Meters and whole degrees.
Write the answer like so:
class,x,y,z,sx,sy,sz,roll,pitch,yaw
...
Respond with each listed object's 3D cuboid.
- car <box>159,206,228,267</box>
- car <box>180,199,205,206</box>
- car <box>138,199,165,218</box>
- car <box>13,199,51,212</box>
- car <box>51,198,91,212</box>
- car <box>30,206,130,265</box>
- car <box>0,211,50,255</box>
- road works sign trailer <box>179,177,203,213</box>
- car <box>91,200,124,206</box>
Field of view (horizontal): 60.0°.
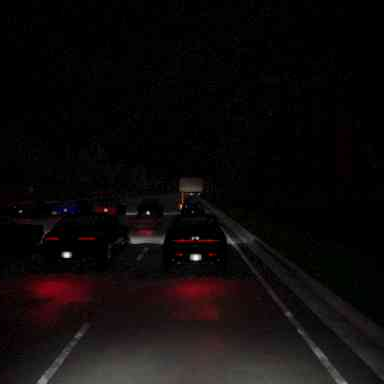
class,x,y,z,sx,sy,sz,roll,pitch,yaw
car,0.099,1.446,11.111,1.837,1.490,4.892,0,0,0
car,0.046,1.342,28.343,2.128,1.511,4.902,0,0,0
car,-3.455,1.355,28.457,1.837,1.490,4.892,0,0,0
car,-13.972,1.370,29.383,1.812,1.442,4.674,0,0,0
car,-10.462,1.319,29.911,1.882,1.535,5.008,0,0,0
car,-3.401,1.444,11.452,1.837,1.490,4.892,0,0,0
car,-6.900,1.540,11.365,1.895,1.301,4.718,0,0,0
road works sign trailer,-0.083,0.285,34.042,2.380,3.560,2.880,0,0,0
car,-6.957,1.412,28.829,1.994,1.385,4.181,0,0,0
